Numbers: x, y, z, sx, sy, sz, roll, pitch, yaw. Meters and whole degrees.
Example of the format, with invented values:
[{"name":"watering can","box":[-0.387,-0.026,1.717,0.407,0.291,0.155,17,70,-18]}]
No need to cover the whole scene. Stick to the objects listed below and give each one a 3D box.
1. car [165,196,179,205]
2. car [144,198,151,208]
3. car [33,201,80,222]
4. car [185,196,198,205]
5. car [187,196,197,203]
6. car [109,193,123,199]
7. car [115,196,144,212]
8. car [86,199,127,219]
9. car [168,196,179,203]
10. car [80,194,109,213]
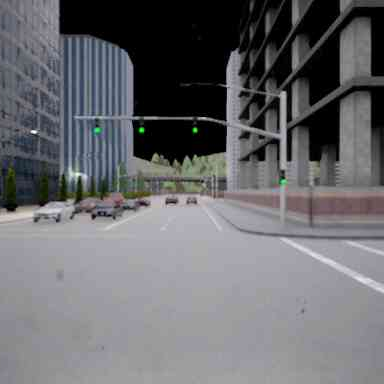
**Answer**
[{"name":"car","box":[-3.547,1.434,56.117,1.837,1.490,4.892,0,0,0]},{"name":"car","box":[-7.124,1.544,48.252,1.895,1.301,4.718,0,0,0]},{"name":"car","box":[-10.621,1.508,25.982,1.812,1.442,4.674,0,0,0]},{"name":"car","box":[-0.047,1.421,56.119,2.128,1.511,4.902,0,0,0]},{"name":"car","box":[-0.054,1.515,65.224,1.895,1.301,4.718,0,0,0]},{"name":"car","box":[-10.634,1.170,45.330,2.150,2.045,5.566,0,0,0]},{"name":"car","box":[-7.131,1.525,38.212,1.994,1.385,4.181,0,0,0]},{"name":"car","box":[-7.123,1.542,28.303,1.994,1.385,4.181,0,0,0]},{"name":"car","box":[-3.554,1.439,65.191,1.812,1.442,4.674,0,0,0]},{"name":"car","box":[-10.629,1.319,34.915,2.097,1.767,4.553,0,0,0]}]
